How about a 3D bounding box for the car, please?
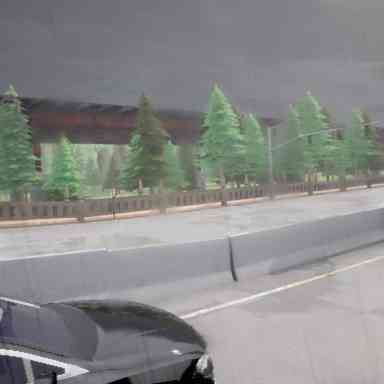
[{"bbox_3d":[-2.014,1.495,2.311,4.902,1.511,2.128,0,0,-36],"label":"car"}]
